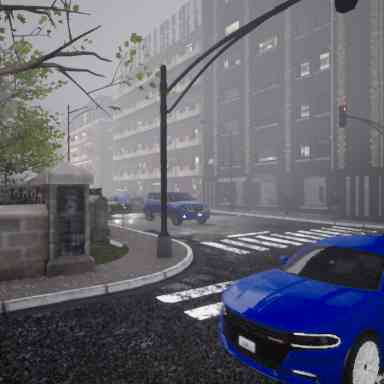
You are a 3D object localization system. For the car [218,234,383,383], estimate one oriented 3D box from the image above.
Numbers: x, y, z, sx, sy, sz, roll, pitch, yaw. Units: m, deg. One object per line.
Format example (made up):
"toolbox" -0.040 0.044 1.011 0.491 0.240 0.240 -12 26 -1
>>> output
"car" 2.665 1.477 5.282 5.008 1.535 1.882 0 0 -36

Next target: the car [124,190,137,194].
"car" -5.120 0.727 36.806 2.192 1.841 5.009 1 1 -36

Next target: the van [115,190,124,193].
"van" -8.386 0.655 41.261 1.690 1.788 3.998 1 1 -36

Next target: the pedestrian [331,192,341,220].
"pedestrian" 9.418 0.902 21.923 0.375 1.860 0.375 1 -1 -36

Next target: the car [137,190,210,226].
"car" -1.179 0.926 21.607 2.150 2.045 5.566 0 1 -36

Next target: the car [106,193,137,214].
"car" -6.840 1.098 29.334 1.994 1.385 4.181 0 1 -36

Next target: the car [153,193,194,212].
"car" -1.858 0.950 32.353 1.967 1.590 4.097 1 1 -36
